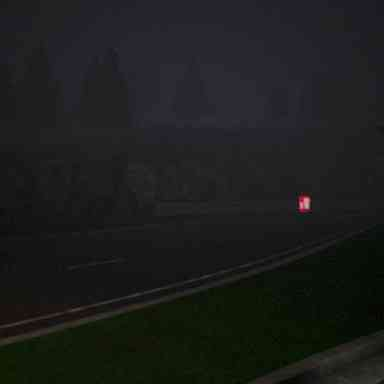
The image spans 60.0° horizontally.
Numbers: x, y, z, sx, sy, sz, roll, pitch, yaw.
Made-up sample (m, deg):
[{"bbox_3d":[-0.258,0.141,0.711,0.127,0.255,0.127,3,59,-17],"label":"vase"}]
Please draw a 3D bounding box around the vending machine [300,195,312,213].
[{"bbox_3d":[13.581,1.462,39.716,0.880,2.100,1.100,1,0,-15],"label":"vending machine"}]
